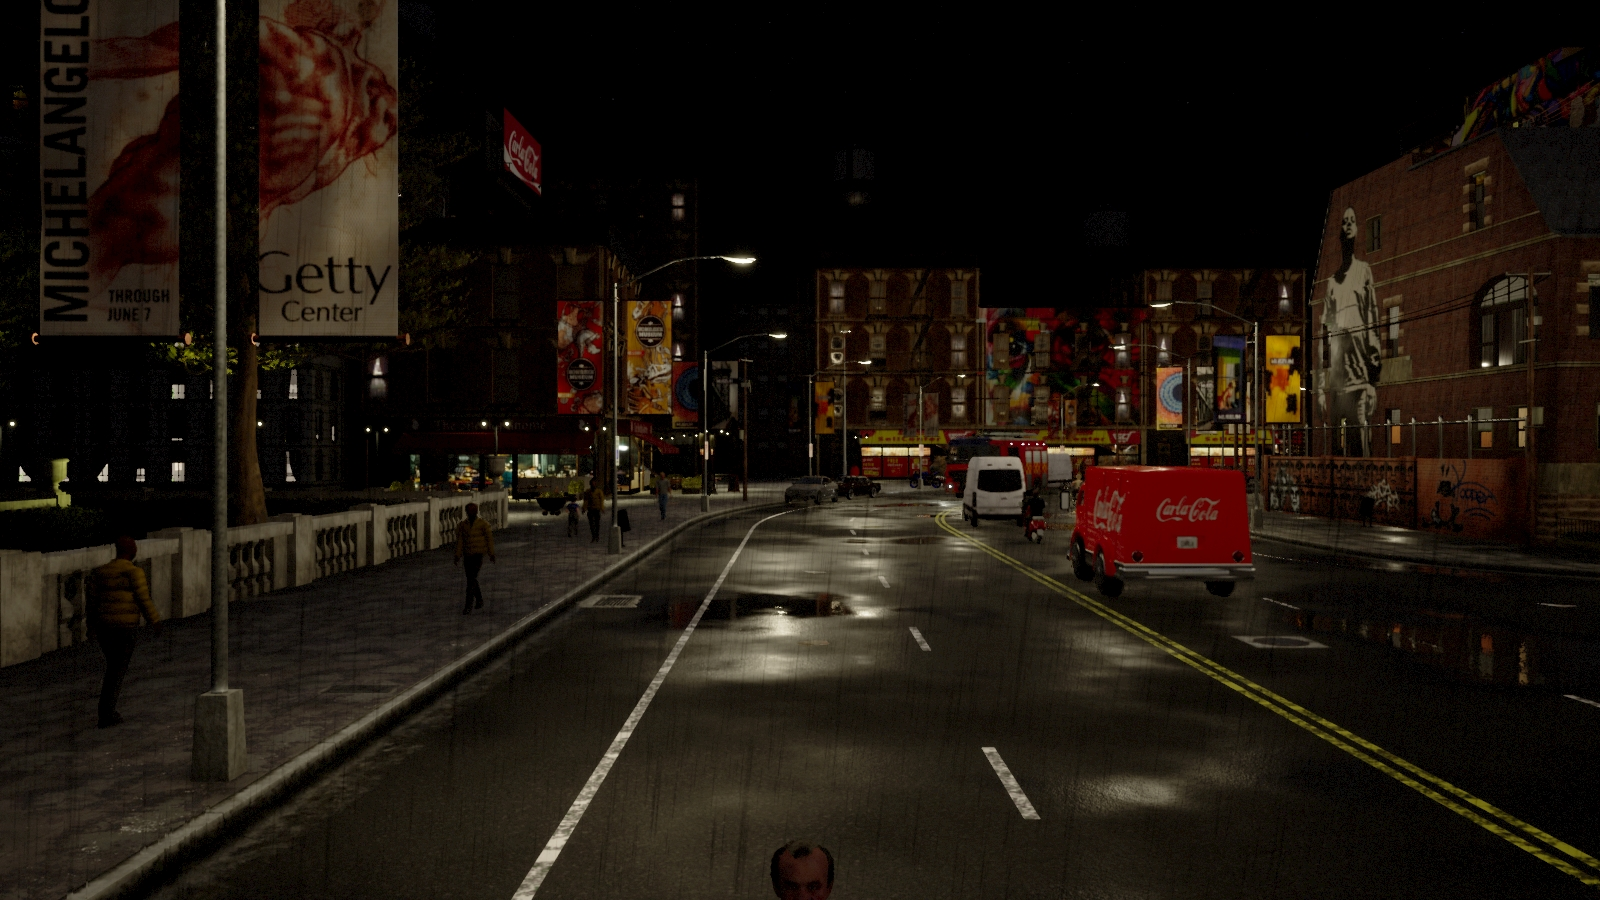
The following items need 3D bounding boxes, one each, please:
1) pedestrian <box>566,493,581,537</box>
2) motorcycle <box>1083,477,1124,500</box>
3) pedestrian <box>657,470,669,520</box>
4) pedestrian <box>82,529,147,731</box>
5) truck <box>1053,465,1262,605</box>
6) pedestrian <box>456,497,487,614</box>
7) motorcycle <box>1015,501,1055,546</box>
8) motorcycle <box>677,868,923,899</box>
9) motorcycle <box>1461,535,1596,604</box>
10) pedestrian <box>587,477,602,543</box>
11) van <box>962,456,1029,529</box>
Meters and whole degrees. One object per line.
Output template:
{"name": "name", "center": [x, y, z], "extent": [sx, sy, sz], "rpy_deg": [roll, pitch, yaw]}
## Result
{"name": "pedestrian", "center": [-6.924, 1.978, 34.903], "extent": [0.375, 1.300, 0.375], "rpy_deg": [0, 0, 1]}
{"name": "motorcycle", "center": [17.406, 2.205, 65.577], "extent": [2.209, 1.251, 0.867], "rpy_deg": [0, 0, 9]}
{"name": "pedestrian", "center": [-5.139, 1.696, 42.913], "extent": [0.375, 1.860, 0.375], "rpy_deg": [0, 0, 4]}
{"name": "pedestrian", "center": [-6.529, 1.697, 10.892], "extent": [0.375, 1.860, 0.375], "rpy_deg": [0, 0, 6]}
{"name": "truck", "center": [7.033, 1.568, 23.227], "extent": [2.627, 2.467, 5.204], "rpy_deg": [0, 0, 0]}
{"name": "pedestrian", "center": [-5.319, 1.696, 18.531], "extent": [0.375, 1.860, 0.375], "rpy_deg": [0, 0, 5]}
{"name": "motorcycle", "center": [7.042, 2.182, 34.336], "extent": [0.856, 1.236, 1.805], "rpy_deg": [0, 0, 0]}
{"name": "motorcycle", "center": [-0.002, 2.182, 3.374], "extent": [0.856, 1.236, 1.805], "rpy_deg": [0, 0, 0]}
{"name": "motorcycle", "center": [13.582, 2.213, 21.373], "extent": [2.033, 1.145, 0.803], "rpy_deg": [0, -1, 25]}
{"name": "pedestrian", "center": [-5.832, 1.696, 32.446], "extent": [0.375, 1.860, 0.375], "rpy_deg": [0, 0, -2]}
{"name": "van", "center": [7.411, 1.534, 43.882], "extent": [1.988, 2.561, 5.915], "rpy_deg": [0, 0, 5]}
